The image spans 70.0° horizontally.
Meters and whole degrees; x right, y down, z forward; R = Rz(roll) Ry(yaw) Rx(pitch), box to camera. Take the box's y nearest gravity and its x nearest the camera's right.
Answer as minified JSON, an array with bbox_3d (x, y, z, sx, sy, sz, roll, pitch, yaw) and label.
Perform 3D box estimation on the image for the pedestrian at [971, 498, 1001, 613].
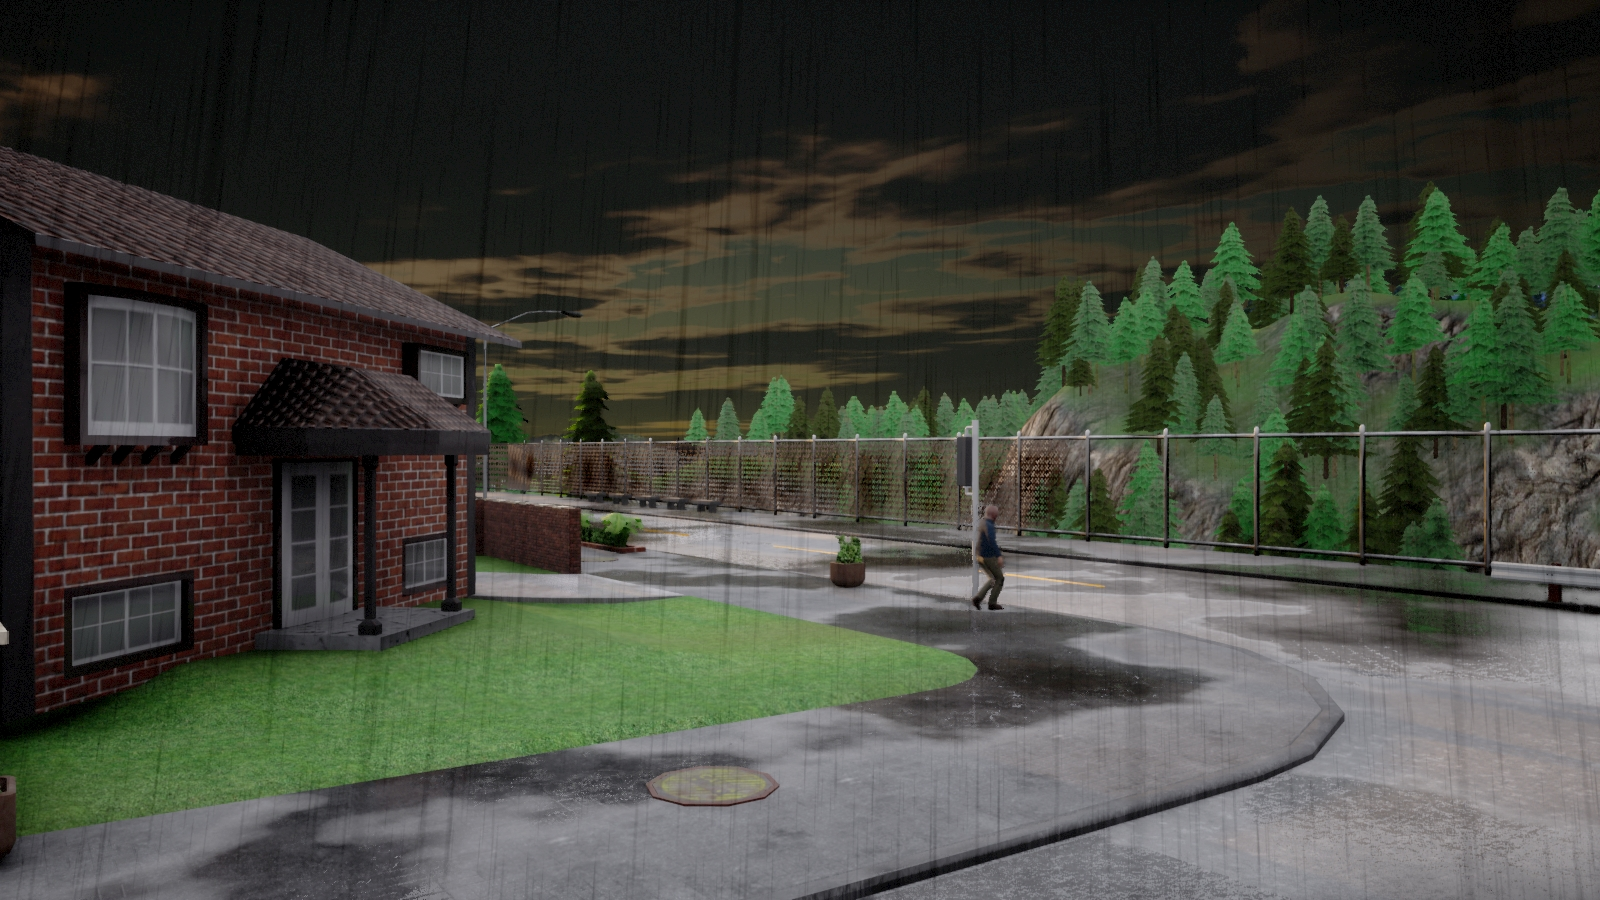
[{"bbox_3d":[3.101,1.745,19.020,0.375,1.860,0.375,0,0,-13],"label":"pedestrian"}]
